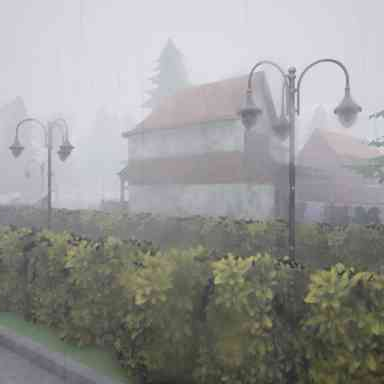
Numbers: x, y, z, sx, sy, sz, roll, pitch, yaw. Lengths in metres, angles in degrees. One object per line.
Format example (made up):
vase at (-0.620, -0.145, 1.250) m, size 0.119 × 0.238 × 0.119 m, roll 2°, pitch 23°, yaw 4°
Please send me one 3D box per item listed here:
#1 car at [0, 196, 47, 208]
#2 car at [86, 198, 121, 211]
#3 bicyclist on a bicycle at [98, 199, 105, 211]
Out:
car at (-16.078, 1.384, 30.863) m, size 2.150 × 2.045 × 5.566 m, roll 0°, pitch 0°, yaw 36°
car at (-10.114, 1.514, 39.059) m, size 2.097 × 1.767 × 4.553 m, roll 0°, pitch 0°, yaw 37°
bicyclist on a bicycle at (-7.842, 1.463, 29.529) m, size 1.656 × 1.620 × 0.582 m, roll 0°, pitch 0°, yaw 36°
